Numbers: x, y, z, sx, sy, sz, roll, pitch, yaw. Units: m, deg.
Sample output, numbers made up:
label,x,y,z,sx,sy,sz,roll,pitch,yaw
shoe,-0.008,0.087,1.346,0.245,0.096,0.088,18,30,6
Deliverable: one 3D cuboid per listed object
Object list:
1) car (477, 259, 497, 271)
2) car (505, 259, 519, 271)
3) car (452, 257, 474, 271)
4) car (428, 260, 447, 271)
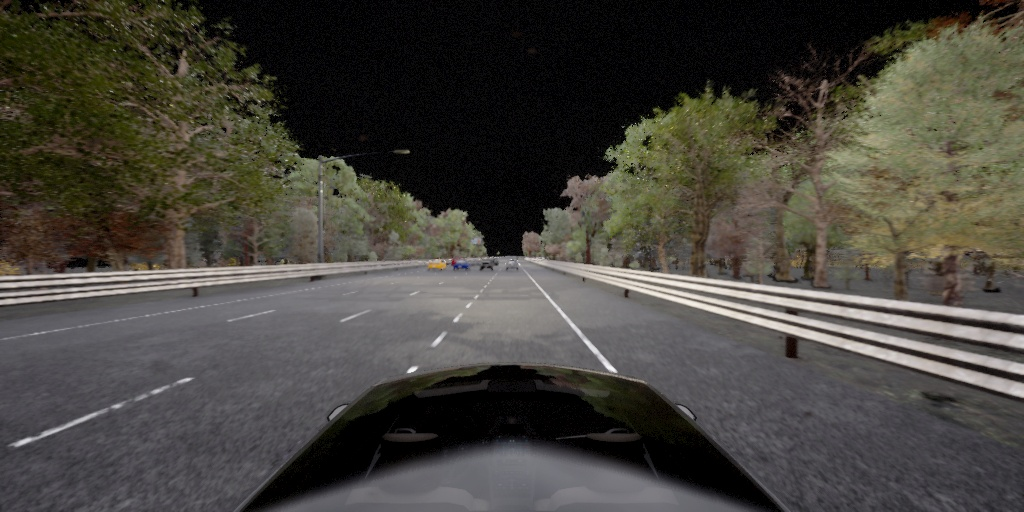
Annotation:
label,x,y,z,sx,sy,sz,roll,pitch,yaw
car,-3.481,1.287,50.580,1.837,1.490,4.892,0,0,0
car,0.017,1.326,50.313,2.033,1.411,5.357,0,0,0
car,-6.982,1.258,50.556,1.882,1.535,5.008,0,0,0
car,-10.482,1.258,50.561,1.882,1.535,5.008,0,0,0
